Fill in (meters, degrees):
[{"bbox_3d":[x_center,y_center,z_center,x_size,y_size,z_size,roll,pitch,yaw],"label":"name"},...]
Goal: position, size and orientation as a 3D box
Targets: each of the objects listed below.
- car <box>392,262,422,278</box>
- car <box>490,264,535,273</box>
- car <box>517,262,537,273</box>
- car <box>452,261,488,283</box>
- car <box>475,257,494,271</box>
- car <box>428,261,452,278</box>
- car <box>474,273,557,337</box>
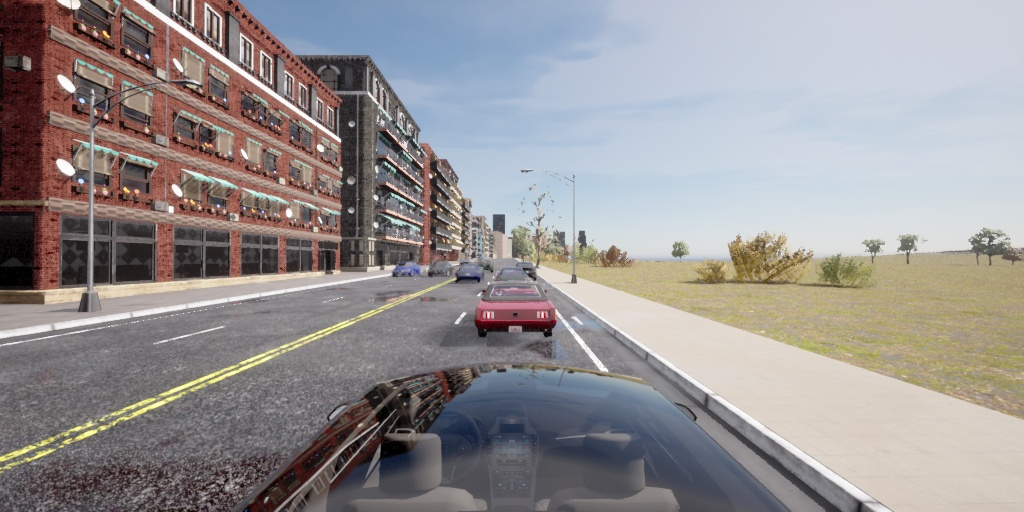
[{"bbox_3d":[-9.952,1.279,34.200,1.812,1.442,4.674,0,0,0],"label":"car"},{"bbox_3d":[0.034,1.317,20.277,1.994,1.385,4.181,0,0,0],"label":"car"},{"bbox_3d":[1.049,1.259,30.270,1.837,1.490,4.892,0,0,0],"label":"car"},{"bbox_3d":[-3.232,1.316,28.294,1.994,1.385,4.181,0,0,0],"label":"car"},{"bbox_3d":[-3.276,1.106,44.077,2.097,1.767,4.553,0,0,-1],"label":"car"},{"bbox_3d":[-6.702,1.258,34.157,1.837,1.490,4.892,0,0,0],"label":"car"},{"bbox_3d":[0.074,1.352,10.246,1.895,1.301,4.718,0,0,0],"label":"car"}]
